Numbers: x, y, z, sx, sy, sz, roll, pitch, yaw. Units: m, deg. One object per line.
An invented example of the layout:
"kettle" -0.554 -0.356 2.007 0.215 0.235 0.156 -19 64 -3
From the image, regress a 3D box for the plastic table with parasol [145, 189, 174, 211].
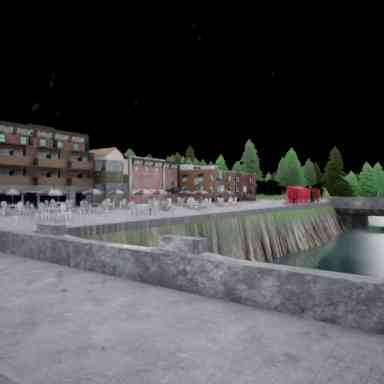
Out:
"plastic table with parasol" -3.903 0.914 39.824 2.482 2.480 2.482 0 0 36

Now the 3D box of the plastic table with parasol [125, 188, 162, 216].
"plastic table with parasol" -4.681 0.915 32.137 2.482 2.480 2.482 0 0 35
